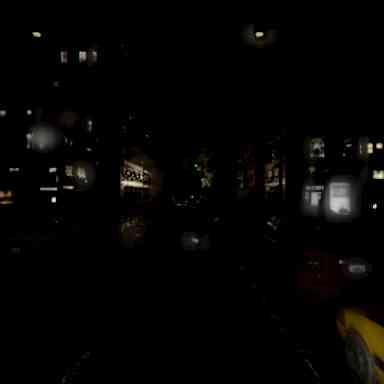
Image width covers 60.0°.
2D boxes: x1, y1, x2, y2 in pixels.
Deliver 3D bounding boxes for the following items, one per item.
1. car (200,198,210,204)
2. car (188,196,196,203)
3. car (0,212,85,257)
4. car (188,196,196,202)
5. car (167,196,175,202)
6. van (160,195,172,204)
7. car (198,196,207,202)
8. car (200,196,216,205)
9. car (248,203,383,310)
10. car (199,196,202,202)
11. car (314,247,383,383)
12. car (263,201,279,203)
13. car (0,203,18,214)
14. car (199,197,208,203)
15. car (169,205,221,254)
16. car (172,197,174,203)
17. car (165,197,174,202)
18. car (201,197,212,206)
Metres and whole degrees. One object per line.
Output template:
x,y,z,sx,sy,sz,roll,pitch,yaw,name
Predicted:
2.692,1.846,68.377,1.802,1.307,4.206,0,0,0,car
0.004,1.862,78.468,1.994,1.385,4.181,0,0,0,car
-5.691,1.565,13.166,1.752,1.417,4.829,0,0,0,car
0.003,1.808,88.476,2.128,1.511,4.902,0,0,0,car
-5.689,1.937,91.165,2.008,1.369,4.403,0,0,0,car
-5.690,1.605,68.379,1.690,1.788,3.998,0,0,0,van
2.692,1.795,85.467,1.967,1.590,4.097,0,0,0,car
2.691,1.735,51.286,2.008,1.369,4.403,0,0,0,car
2.691,1.339,7.796,2.192,1.841,5.009,0,0,0,car
2.692,1.651,56.983,1.967,1.590,4.097,0,0,0,car
2.691,1.533,2.425,1.752,1.417,4.829,0,0,0,car
7.580,1.606,30.138,5.008,1.535,1.882,1,-2,-15,car
-17.272,1.346,27.570,5.009,1.841,2.192,0,0,0,car
2.692,1.874,79.770,2.008,1.369,4.403,0,0,0,car
0.103,1.520,13.818,1.882,1.535,5.008,0,0,0,car
-5.689,1.874,74.075,1.802,1.307,4.206,0,0,0,car
-5.689,1.920,85.469,1.947,1.339,4.313,0,0,0,car
2.691,1.677,62.680,1.967,1.590,4.097,0,0,0,car
